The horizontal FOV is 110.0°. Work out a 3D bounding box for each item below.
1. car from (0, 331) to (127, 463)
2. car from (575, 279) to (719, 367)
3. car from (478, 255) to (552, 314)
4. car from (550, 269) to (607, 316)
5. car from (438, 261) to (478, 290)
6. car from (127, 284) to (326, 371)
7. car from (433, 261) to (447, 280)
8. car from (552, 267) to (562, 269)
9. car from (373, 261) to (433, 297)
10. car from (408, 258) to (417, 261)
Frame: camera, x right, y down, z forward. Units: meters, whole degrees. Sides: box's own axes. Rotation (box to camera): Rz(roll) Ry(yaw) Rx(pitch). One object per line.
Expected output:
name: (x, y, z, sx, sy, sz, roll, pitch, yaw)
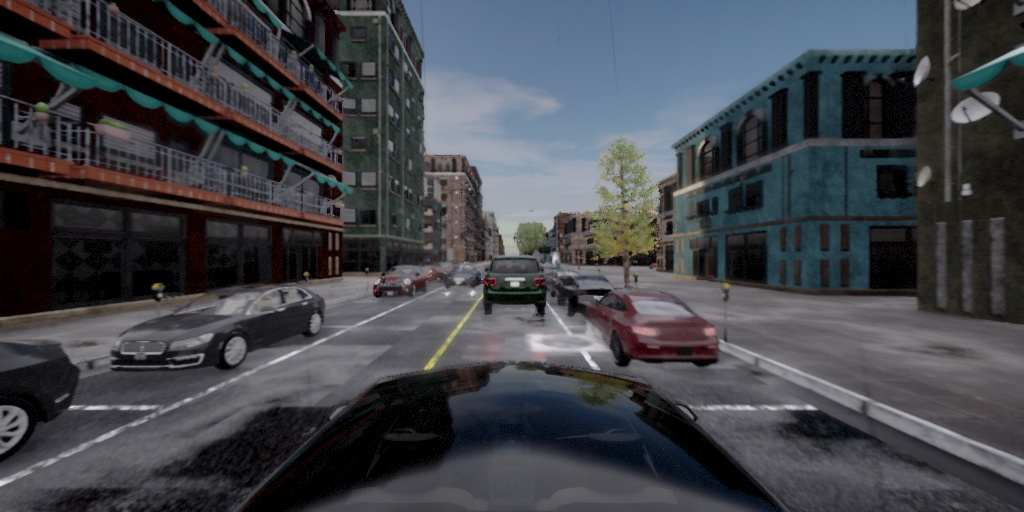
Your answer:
car: (-5.690, 1.302, 2.133, 2.007, 1.370, 4.403, 0, 0, 0)
car: (2.690, 1.343, 7.671, 1.802, 1.307, 4.207, 0, 0, 0)
car: (0.097, 0.998, 14.048, 2.150, 2.045, 5.566, 0, 0, 0)
car: (2.690, 1.340, 13.211, 1.948, 1.339, 4.313, 0, 0, 0)
car: (-3.100, 1.294, 23.253, 2.128, 1.511, 4.902, 0, 0, 0)
car: (-5.690, 1.313, 7.671, 2.007, 1.370, 4.403, 0, 0, 0)
car: (-5.692, 1.260, 29.828, 1.967, 1.591, 4.097, 0, 0, 0)
car: (2.690, 1.340, 18.749, 2.007, 1.370, 4.403, 0, 0, 0)
car: (-5.691, 1.230, 18.749, 1.967, 1.591, 4.097, 0, 0, 0)
car: (-17.279, 1.168, 60.677, 5.009, 1.841, 2.192, 0, 0, 0)
